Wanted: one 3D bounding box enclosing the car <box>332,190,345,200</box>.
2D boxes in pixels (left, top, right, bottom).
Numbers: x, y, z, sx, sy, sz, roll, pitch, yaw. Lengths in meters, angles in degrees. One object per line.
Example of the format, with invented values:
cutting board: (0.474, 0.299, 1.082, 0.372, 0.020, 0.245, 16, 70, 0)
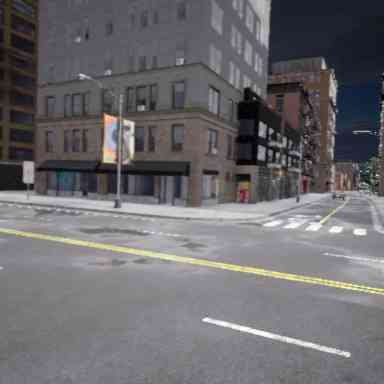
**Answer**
car: (24.397, 0.431, 55.205, 2.128, 1.511, 4.902, 3, 2, 26)
